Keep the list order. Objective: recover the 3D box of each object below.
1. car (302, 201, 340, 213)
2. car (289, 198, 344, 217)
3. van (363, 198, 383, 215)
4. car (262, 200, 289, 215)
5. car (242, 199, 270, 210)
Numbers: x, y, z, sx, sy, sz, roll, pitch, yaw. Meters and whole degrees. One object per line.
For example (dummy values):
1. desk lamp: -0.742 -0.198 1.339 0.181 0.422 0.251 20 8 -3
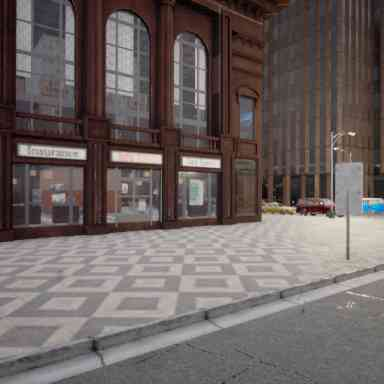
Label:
1. car: 16.308 1.898 42.170 1.802 1.307 4.206 -1 0 -35
2. car: 12.595 1.522 32.650 2.192 1.841 5.009 0 0 -35
3. van: 19.551 1.589 37.579 1.690 1.788 3.998 -1 0 -35
4. car: 9.449 1.799 37.103 1.752 1.417 4.829 0 0 -35
5. car: 9.813 1.893 51.355 1.967 1.590 4.097 -1 0 -35
